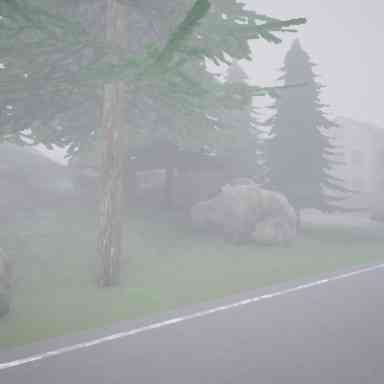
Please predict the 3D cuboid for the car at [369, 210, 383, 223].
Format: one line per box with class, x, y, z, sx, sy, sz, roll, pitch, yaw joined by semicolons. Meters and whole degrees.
car;14.184;1.532;20.831;2.033;1.411;5.357;0;0;-39
